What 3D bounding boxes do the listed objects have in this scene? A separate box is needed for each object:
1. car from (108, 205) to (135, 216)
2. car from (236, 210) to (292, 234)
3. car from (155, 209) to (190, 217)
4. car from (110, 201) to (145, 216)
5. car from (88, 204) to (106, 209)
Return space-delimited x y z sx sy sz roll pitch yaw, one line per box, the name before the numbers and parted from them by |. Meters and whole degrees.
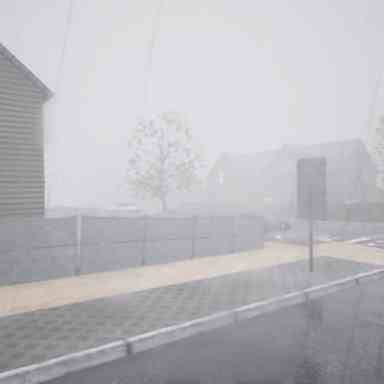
car | -9.999 2.593 46.952 1.895 1.301 4.718 -1 -1 -35
car | 4.390 1.915 21.825 1.994 1.385 4.181 -1 -1 -36
car | -1.428 2.189 29.971 1.895 1.301 4.718 -1 -1 -36
car | -7.517 2.058 38.499 2.150 2.045 5.566 -1 -1 -35
car | -15.835 2.777 55.033 2.033 1.411 5.357 -1 -1 -36
